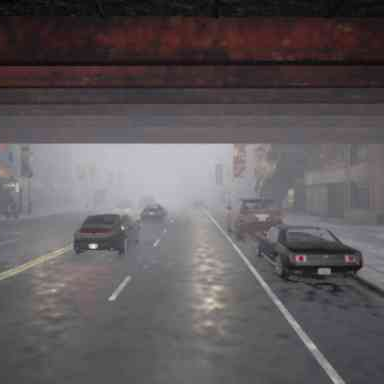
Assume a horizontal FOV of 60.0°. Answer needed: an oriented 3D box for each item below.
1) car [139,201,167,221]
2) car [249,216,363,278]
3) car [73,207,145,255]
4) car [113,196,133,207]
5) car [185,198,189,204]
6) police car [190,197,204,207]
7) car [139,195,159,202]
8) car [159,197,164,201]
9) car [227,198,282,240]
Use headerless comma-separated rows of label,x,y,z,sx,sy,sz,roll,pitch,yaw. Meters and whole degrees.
car,-3.321,1.747,29.406,1.994,1.385,4.181,0,0,0
car,3.218,1.660,10.330,1.895,1.301,4.718,0,0,0
car,-3.342,1.593,13.773,1.837,1.490,4.892,0,0,1
car,-10.490,1.828,51.840,1.837,1.490,4.892,0,-1,0
car,-0.247,1.994,75.252,1.812,1.442,4.674,0,0,-15
police car,1.120,1.785,57.889,1.930,1.638,5.238,0,0,0
car,-6.990,1.549,52.529,2.150,2.045,5.566,0,-1,0
car,-10.765,1.915,92.790,2.128,1.511,4.902,0,0,-43
car,3.168,1.340,17.728,2.435,2.045,5.566,0,0,0
